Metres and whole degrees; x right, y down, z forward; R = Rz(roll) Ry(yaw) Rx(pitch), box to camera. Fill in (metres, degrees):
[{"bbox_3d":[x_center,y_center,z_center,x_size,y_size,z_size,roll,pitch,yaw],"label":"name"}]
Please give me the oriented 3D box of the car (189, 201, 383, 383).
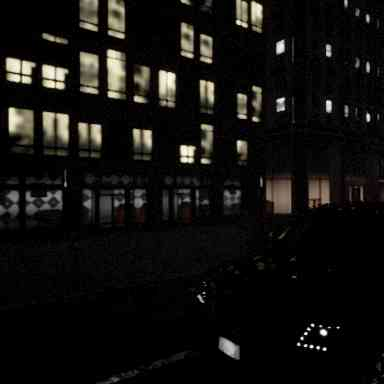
[{"bbox_3d":[2.617,1.196,4.940,5.566,2.045,2.150,0,0,-35],"label":"car"}]
